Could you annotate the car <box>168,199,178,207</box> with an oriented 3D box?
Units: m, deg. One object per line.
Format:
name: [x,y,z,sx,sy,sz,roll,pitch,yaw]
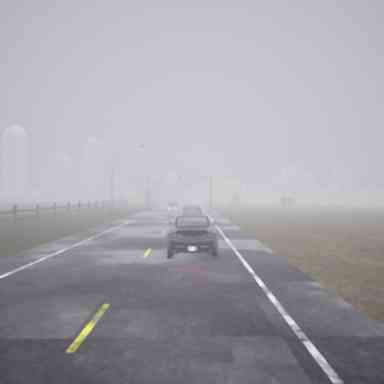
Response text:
car: [-3.486,2.108,62.524,2.033,1.411,5.357,0,0,0]

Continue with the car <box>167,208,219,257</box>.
car: [0.024,1.636,13.503,1.837,1.490,4.892,0,0,0]

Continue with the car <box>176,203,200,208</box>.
car: [0.018,1.805,27.511,2.033,1.411,5.357,0,0,0]
